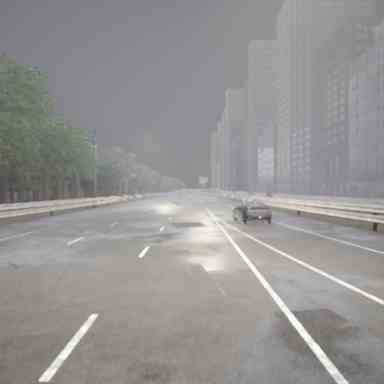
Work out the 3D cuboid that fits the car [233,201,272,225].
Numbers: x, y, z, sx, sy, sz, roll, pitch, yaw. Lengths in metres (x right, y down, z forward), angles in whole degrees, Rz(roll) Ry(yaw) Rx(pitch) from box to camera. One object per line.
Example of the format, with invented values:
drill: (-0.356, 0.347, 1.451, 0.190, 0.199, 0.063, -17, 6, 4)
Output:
car: (4.039, 1.349, 22.840, 2.128, 1.511, 4.902, 0, 0, -4)
